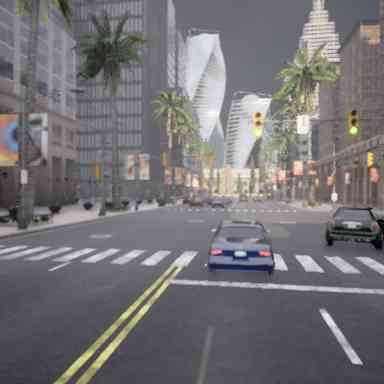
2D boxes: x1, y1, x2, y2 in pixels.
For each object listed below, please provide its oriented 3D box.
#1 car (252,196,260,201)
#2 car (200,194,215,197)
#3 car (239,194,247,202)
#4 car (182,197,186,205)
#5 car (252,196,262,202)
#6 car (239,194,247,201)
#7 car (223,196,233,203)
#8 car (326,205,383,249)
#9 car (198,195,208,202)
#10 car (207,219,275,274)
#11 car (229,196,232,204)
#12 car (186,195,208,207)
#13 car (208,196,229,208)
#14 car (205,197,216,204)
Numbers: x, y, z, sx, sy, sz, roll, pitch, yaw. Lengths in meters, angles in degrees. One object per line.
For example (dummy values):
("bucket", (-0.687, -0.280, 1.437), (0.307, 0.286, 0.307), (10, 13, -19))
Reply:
("car", (17.427, 1.761, 90.644), (1.837, 1.490, 4.892), (0, 0, 8))
("car", (2.427, 1.368, 62.204), (2.150, 2.045, 5.566), (0, 0, 9))
("car", (12.516, 1.782, 81.248), (1.994, 1.385, 4.181), (0, 0, 8))
("car", (-0.559, 1.651, 63.758), (2.161, 1.482, 4.786), (0, 0, 8))
("car", (15.971, 1.833, 80.696), (1.895, 1.301, 4.718), (0, 0, 8))
("car", (13.970, 1.482, 91.188), (2.150, 2.045, 5.566), (0, 0, 8))
("car", (8.745, 1.736, 79.722), (2.128, 1.511, 4.902), (0, 0, 9))
("car", (7.631, 1.417, 15.253), (2.097, 1.767, 4.553), (1, 0, 33))
("car", (2.920, 1.554, 85.413), (2.185, 1.767, 4.553), (0, 0, 8))
("car", (1.559, 1.577, 10.692), (2.033, 1.411, 5.357), (0, 0, 8))
("car", (5.561, 1.718, 59.768), (1.994, 1.385, 4.181), (0, 0, 10))
("car", (0.849, 1.597, 52.629), (1.882, 1.535, 5.008), (0, 0, 9))
("car", (4.070, 1.675, 50.650), (2.033, 1.411, 5.357), (0, 0, 9))
("car", (3.975, 1.727, 72.022), (1.994, 1.385, 4.181), (0, 0, 9))
